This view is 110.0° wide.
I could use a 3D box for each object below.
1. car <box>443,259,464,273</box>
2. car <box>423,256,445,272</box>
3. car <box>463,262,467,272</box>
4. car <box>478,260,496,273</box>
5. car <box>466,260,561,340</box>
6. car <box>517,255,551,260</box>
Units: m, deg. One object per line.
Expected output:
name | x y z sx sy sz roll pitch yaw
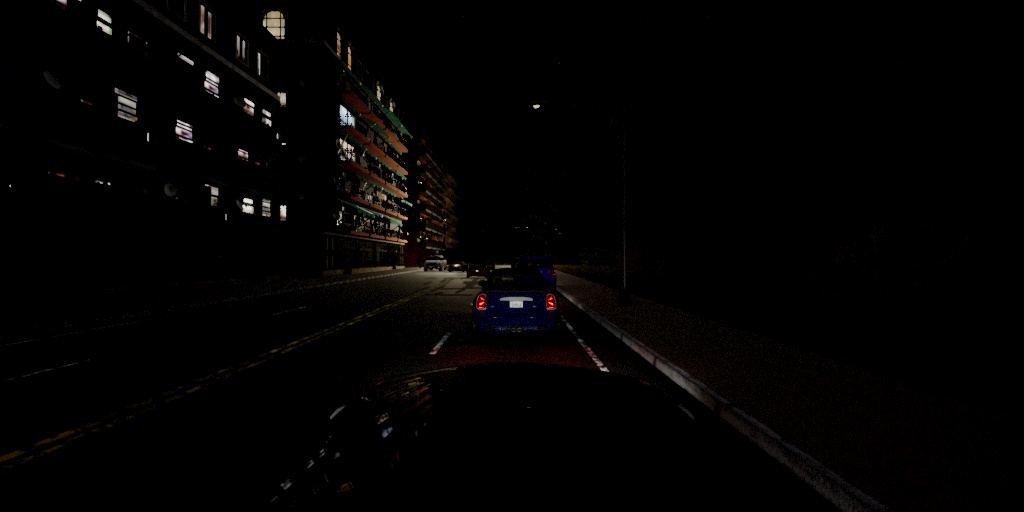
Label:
car | -6.599 1.298 43.715 2.033 1.411 5.357 0 0 0
car | -9.849 0.972 46.286 2.150 2.045 5.566 0 0 0
car | -3.151 1.315 34.401 1.994 1.385 4.181 0 0 0
car | -3.149 1.298 46.176 2.033 1.411 5.357 0 0 0
car | 0.097 1.103 10.161 2.097 1.767 4.553 0 0 0
car | 1.136 0.977 19.736 2.150 2.045 5.566 0 0 0
